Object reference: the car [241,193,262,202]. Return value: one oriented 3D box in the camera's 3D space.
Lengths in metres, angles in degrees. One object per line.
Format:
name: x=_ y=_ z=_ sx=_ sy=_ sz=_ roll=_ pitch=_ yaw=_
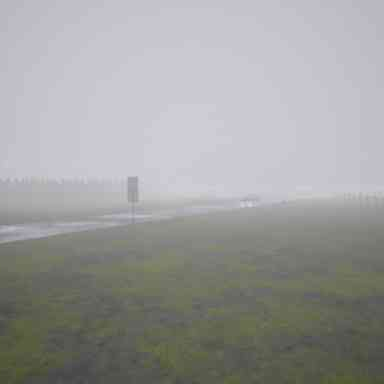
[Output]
car: x=9.763 y=0.916 z=54.263 sx=2.033 sy=1.411 sz=5.357 roll=0 pitch=1 yaw=30
